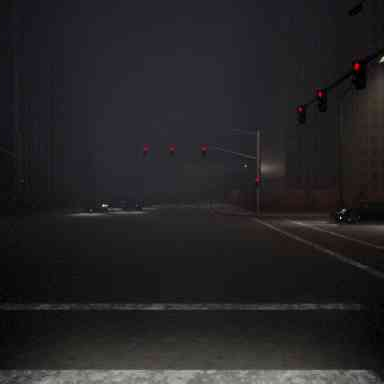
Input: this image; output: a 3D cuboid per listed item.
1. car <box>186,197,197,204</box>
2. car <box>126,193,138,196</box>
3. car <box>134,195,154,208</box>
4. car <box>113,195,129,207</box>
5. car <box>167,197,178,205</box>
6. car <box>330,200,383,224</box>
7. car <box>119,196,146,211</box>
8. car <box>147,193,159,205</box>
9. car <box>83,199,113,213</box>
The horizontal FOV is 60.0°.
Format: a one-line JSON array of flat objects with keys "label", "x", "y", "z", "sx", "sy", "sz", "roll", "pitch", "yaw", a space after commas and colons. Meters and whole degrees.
[{"label": "car", "x": -0.134, "y": 1.564, "z": 64.902, "sx": 1.994, "sy": 1.385, "sz": 4.181, "roll": 0, "pitch": 0, "yaw": 0}, {"label": "car", "x": -10.678, "y": 1.221, "z": 58.272, "sx": 2.150, "sy": 2.045, "sz": 5.566, "roll": 0, "pitch": 0, "yaw": 0}, {"label": "car", "x": -7.193, "y": 1.526, "z": 49.595, "sx": 1.812, "sy": 1.442, "sz": 4.674, "roll": 0, "pitch": 0, "yaw": 0}, {"label": "car", "x": -10.695, "y": 1.547, "z": 47.582, "sx": 2.033, "sy": 1.411, "sz": 5.357, "roll": 0, "pitch": 0, "yaw": 0}, {"label": "car", "x": -3.528, "y": 1.547, "z": 60.271, "sx": 2.033, "sy": 1.411, "sz": 5.357, "roll": 0, "pitch": 0, "yaw": 0}, {"label": "car", "x": 12.364, "y": 1.352, "z": 23.844, "sx": 4.553, "sy": 1.767, "sz": 2.097, "roll": 0, "pitch": 0, "yaw": 0}, {"label": "car", "x": -7.163, "y": 1.526, "z": 40.501, "sx": 1.812, "sy": 1.442, "sz": 4.674, "roll": 0, "pitch": 0, "yaw": -1}, {"label": "car", "x": -7.168, "y": 1.221, "z": 60.122, "sx": 2.150, "sy": 2.045, "sz": 5.566, "roll": 0, "pitch": 0, "yaw": 1}, {"label": "car", "x": -10.713, "y": 1.547, "z": 37.507, "sx": 2.033, "sy": 1.411, "sz": 5.357, "roll": 0, "pitch": 0, "yaw": -3}]
